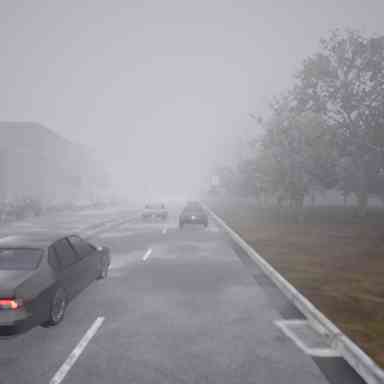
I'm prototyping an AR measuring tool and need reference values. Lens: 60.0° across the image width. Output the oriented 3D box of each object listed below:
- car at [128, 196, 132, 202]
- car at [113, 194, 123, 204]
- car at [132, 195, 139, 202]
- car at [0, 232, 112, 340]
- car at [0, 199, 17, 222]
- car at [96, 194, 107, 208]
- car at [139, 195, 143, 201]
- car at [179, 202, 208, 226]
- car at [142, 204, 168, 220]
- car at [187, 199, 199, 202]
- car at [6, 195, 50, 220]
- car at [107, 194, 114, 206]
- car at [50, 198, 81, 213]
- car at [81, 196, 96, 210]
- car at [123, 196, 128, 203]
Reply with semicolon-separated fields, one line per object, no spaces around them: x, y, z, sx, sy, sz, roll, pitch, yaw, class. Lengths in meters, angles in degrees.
-15.287;1.656;73.365;2.231;1.521;4.892;0;0;0;car
-15.235;1.368;62.155;2.435;2.045;5.566;0;0;0;car
-15.339;1.687;84.222;1.946;1.575;5.366;0;0;0;car
-3.157;1.569;6.981;2.033;1.411;5.357;0;0;0;car
-15.055;1.497;23.640;2.231;1.521;4.892;0;0;0;car
-15.184;1.459;51.164;2.185;1.767;4.553;0;0;0;car
-15.363;1.583;89.965;2.185;1.767;4.553;0;0;0;car
0.094;1.635;23.749;1.994;1.385;4.181;0;0;0;car
-3.158;1.689;29.454;1.895;1.301;4.718;0;0;0;car
0.089;1.617;41.794;2.128;1.511;4.902;0;0;0;car
-15.081;1.262;29.131;2.435;2.045;5.566;0;0;0;car
-15.209;1.598;56.472;1.946;1.575;5.366;0;0;0;car
-15.181;1.545;38.550;2.231;1.521;4.892;0;0;0;car
-15.157;1.563;45.422;1.946;1.575;5.366;0;0;0;car
-15.264;1.639;67.838;2.231;1.521;4.892;0;0;0;car
